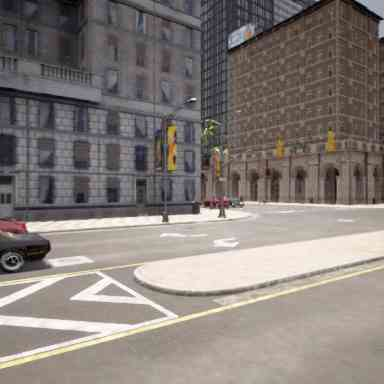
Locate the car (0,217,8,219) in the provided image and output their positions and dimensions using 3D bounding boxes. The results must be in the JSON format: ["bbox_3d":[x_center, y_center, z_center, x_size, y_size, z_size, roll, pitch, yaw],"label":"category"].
[{"bbox_3d":[-8.515,1.526,12.063,4.674,1.442,1.812,0,0,-35],"label":"car"}]

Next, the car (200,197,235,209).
[{"bbox_3d":[3.189,1.466,46.374,1.882,1.535,5.008,0,0,-35],"label":"car"}]

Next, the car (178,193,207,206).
[{"bbox_3d":[-0.024,1.208,57.104,2.150,2.045,5.566,0,0,-34],"label":"car"}]

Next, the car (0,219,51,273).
[{"bbox_3d":[-6.569,1.601,9.158,4.718,1.301,1.895,0,0,-35],"label":"car"}]

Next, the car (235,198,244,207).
[{"bbox_3d":[5.618,1.478,49.006,2.128,1.511,4.902,0,0,-35],"label":"car"}]
